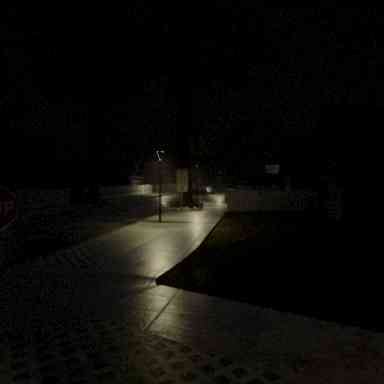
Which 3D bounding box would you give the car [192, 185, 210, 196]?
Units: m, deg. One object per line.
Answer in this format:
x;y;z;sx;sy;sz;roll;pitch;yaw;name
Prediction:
1.024;-0.200;48.722;1.882;1.535;5.008;1;2;10;car

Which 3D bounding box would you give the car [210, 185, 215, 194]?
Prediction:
2.796;-0.466;58.488;1.812;1.442;4.674;1;2;10;car
